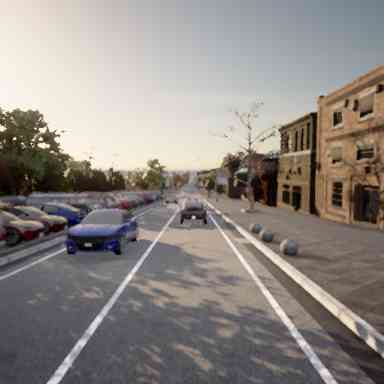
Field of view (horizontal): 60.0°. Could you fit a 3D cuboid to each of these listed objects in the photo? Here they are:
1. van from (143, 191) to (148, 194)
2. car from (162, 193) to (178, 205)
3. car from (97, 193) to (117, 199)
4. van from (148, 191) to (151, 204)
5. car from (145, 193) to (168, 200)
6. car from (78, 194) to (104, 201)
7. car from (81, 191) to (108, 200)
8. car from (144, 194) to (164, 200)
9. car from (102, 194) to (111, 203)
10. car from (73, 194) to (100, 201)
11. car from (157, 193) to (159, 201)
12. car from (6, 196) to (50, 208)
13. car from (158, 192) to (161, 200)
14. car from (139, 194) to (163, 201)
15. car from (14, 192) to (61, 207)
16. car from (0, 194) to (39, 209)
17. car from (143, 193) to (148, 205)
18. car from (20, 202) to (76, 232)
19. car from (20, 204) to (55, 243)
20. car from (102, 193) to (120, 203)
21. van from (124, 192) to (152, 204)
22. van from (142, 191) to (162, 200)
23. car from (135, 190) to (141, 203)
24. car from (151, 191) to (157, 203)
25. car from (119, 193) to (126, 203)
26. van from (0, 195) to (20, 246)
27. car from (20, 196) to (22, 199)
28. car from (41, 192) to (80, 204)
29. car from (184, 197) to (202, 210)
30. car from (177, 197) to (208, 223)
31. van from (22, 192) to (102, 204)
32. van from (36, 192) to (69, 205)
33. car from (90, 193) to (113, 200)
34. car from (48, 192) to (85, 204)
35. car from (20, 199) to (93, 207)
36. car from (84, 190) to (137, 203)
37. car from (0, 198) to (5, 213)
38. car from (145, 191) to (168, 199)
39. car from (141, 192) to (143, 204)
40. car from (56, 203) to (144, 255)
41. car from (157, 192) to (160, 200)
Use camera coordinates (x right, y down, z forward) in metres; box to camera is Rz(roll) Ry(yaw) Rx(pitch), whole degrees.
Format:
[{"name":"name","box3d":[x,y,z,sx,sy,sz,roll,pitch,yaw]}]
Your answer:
[{"name":"van","box3d":[-9.033,1.069,47.961,4.442,1.987,1.878,0,0,0]},{"name":"car","box3d":[-3.292,1.255,54.876,2.128,1.511,4.902,0,0,0]},{"name":"car","box3d":[-22.062,1.009,86.306,4.792,1.488,2.163,0,1,0]},{"name":"van","box3d":[-9.036,1.059,50.764,4.442,1.987,1.878,0,0,0]},{"name":"car","box3d":[-8.764,1.029,81.610,5.366,1.575,1.946,0,1,0]},{"name":"car","box3d":[-22.014,1.138,72.429,4.892,1.521,2.231,0,1,0]},{"name":"car","box3d":[-21.994,0.854,75.201,5.566,2.045,2.435,0,1,0]},{"name":"car","box3d":[-8.949,1.104,78.807,4.674,1.452,2.002,0,1,0]},{"name":"car","box3d":[-8.926,1.247,25.535,4.553,1.767,2.185,0,0,0]},{"name":"car","box3d":[-22.012,1.166,69.652,5.008,1.535,2.097,0,1,0]},{"name":"car","box3d":[-8.934,1.250,59.178,4.892,1.521,2.231,0,0,0]},{"name":"car","box3d":[-21.964,1.336,44.666,4.792,1.488,2.163,0,0,0]},{"name":"car","box3d":[-8.962,1.241,64.789,4.792,1.488,2.163,0,1,0]},{"name":"car","box3d":[-8.935,1.127,73.200,5.008,1.535,2.097,0,1,0]},{"name":"car","box3d":[-22.024,1.046,47.440,5.566,2.045,2.435,0,0,0]},{"name":"car","box3d":[-22.021,1.191,41.888,4.553,1.767,2.185,0,0,0]},{"name":"car","box3d":[-8.907,1.305,45.158,4.892,1.521,2.231,0,0,0]},{"name":"car","box3d":[-8.858,1.431,17.126,4.792,1.488,2.163,0,0,0]},{"name":"car","box3d":[-8.855,1.441,14.323,4.792,1.488,2.163,0,0,0]},{"name":"car","box3d":[-8.866,1.237,28.338,4.553,1.767,2.185,0,0,0]},{"name":"van","box3d":[-9.041,1.039,56.369,4.442,1.987,1.878,0,0,0]},{"name":"van","box3d":[-9.060,0.870,76.001,4.442,1.987,1.878,0,1,0]},{"name":"car","box3d":[-8.877,1.082,36.748,5.566,2.045,2.435,0,0,0]},{"name":"car","box3d":[-8.894,1.024,53.568,5.566,2.045,2.435,0,0,0]},{"name":"car","box3d":[-8.869,1.227,31.142,4.553,1.767,2.185,0,0,0]},{"name":"van","box3d":[-8.765,1.196,11.519,4.442,1.987,1.878,0,0,0]},{"name":"car","box3d":[-21.800,1.333,36.338,5.366,1.575,1.946,0,0,0]},{"name":"car","box3d":[-22.032,1.016,55.767,5.566,2.045,2.435,0,0,0]},{"name":"car","box3d":[0.117,1.383,41.670,2.033,1.411,5.357,0,0,0]},{"name":"car","box3d":[0.111,1.408,24.460,1.837,1.490,4.892,0,1,0]},{"name":"van","box3d":[-8.776,1.156,22.732,4.442,1.987,1.878,0,0,0]},{"name":"van","box3d":[-22.118,1.052,52.991,4.442,1.987,1.878,0,0,0]},{"name":"car","box3d":[-22.033,1.042,80.755,5.008,1.535,2.097,0,1,0]},{"name":"car","box3d":[-21.978,1.002,58.544,5.566,2.045,2.435,0,0,0]},{"name":"car","box3d":[-8.884,1.392,19.929,5.008,1.535,2.097,0,0,0]},{"name":"car","box3d":[-8.875,1.092,33.945,5.566,2.045,2.435,0,0,0]},{"name":"car","box3d":[-21.988,1.346,33.561,4.892,1.521,2.231,0,0,0]},{"name":"car","box3d":[-8.923,0.749,84.410,5.566,2.045,2.435,0,1,0]},{"name":"car","box3d":[-8.942,1.188,42.355,4.553,1.767,2.185,0,0,0]},{"name":"car","box3d":[-3.344,1.421,13.209,1.882,1.535,5.008,0,0,0]},{"name":"car","box3d":[-8.927,1.272,61.981,4.674,1.452,2.002,0,0,0]}]
